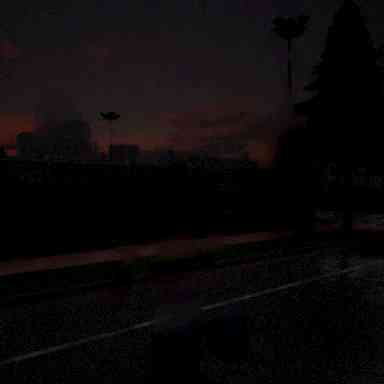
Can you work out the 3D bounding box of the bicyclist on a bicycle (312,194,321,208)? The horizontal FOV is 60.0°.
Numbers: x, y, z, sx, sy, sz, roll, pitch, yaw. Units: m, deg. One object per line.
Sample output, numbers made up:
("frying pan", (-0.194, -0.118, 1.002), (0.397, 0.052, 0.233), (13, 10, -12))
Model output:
("bicyclist on a bicycle", (14.397, 1.043, 38.397), (1.656, 1.620, 0.582), (-1, 1, -35))
